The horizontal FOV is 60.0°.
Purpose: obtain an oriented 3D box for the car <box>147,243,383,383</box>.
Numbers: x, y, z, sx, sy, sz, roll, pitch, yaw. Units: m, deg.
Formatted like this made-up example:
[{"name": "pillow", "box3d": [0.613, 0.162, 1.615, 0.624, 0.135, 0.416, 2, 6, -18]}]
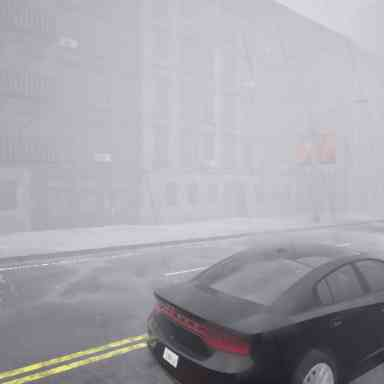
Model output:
[{"name": "car", "box3d": [1.815, 1.477, 4.720, 5.008, 1.535, 1.882, 0, 0, -35]}]
